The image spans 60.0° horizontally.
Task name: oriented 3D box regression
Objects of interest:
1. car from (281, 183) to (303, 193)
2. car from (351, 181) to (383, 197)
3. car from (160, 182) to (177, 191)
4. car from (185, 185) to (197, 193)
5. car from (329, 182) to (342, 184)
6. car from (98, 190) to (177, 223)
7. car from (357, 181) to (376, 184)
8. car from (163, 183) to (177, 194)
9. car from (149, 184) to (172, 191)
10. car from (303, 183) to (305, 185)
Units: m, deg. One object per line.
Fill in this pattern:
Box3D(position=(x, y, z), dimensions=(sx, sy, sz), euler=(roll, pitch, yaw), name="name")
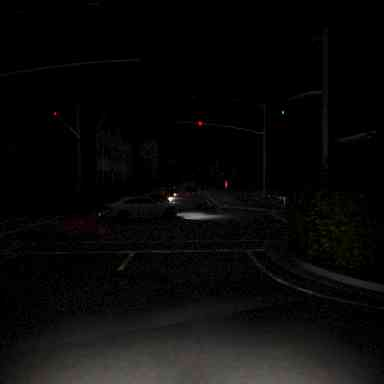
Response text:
Box3D(position=(15.267, -0.526, 52.071), dimensions=(2.007, 1.523, 4.514), euler=(-1, 2, 0), name="car")
Box3D(position=(22.259, -0.462, 42.093), dimensions=(1.932, 1.855, 4.605), euler=(-1, 2, 0), name="car")
Box3D(position=(-3.740, -0.434, 47.682), dimensions=(2.150, 2.045, 5.566), euler=(-1, 2, 0), name="car")
Box3D(position=(-0.171, -0.546, 58.693), dimensions=(1.812, 1.442, 4.674), euler=(-1, 2, 0), name="car")
Box3D(position=(25.306, -1.035, 59.484), dimensions=(2.152, 1.636, 5.027), euler=(-1, 2, 0), name="car")
Box3D(position=(-3.135, 0.913, 19.649), dimensions=(4.674, 1.442, 1.812), euler=(-2, 4, -30), name="car")
Box3D(position=(19.014, -0.177, 34.213), dimensions=(1.905, 1.878, 3.866), euler=(-1, 2, 0), name="car")
Box3D(position=(-3.727, -0.643, 57.572), dimensions=(2.097, 1.767, 4.553), euler=(-1, 2, 0), name="car")
Box3D(position=(-3.717, 0.162, 37.765), dimensions=(1.882, 1.535, 5.008), euler=(-1, 2, 0), name="car")
Box3D(position=(18.891, -0.874, 59.132), dimensions=(1.970, 1.475, 3.806), euler=(-1, 2, 0), name="car")
